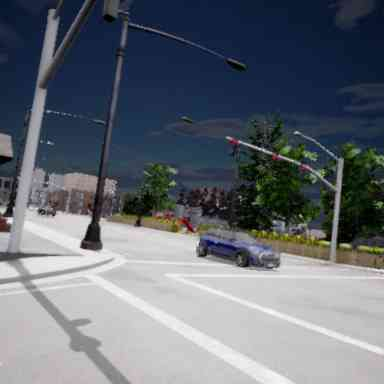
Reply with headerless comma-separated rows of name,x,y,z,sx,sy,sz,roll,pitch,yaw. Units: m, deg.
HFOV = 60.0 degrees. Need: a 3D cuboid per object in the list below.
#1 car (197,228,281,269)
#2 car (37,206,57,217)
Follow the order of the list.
car,2.320,2.725,16.886,2.097,1.767,4.553,11,-6,-36
car,-21.668,2.892,49.611,2.033,1.411,5.357,11,-6,-35
